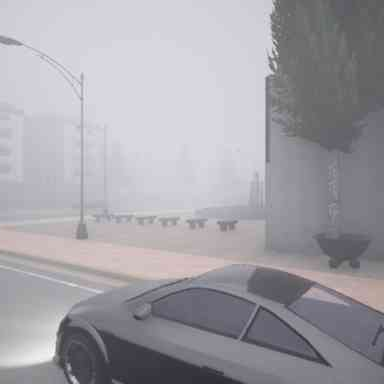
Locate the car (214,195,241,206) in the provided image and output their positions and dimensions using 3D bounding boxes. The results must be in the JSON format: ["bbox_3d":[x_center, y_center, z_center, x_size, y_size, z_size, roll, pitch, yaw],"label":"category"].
[{"bbox_3d":[5.958,1.350,56.072,4.553,1.767,2.097,0,0,-23],"label":"car"}]

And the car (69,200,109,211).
[{"bbox_3d":[-12.728,1.600,41.501,1.895,1.301,4.718,0,0,37],"label":"car"}]

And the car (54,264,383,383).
[{"bbox_3d":[0.350,1.563,3.738,4.181,1.385,1.994,0,0,35],"label":"car"}]
